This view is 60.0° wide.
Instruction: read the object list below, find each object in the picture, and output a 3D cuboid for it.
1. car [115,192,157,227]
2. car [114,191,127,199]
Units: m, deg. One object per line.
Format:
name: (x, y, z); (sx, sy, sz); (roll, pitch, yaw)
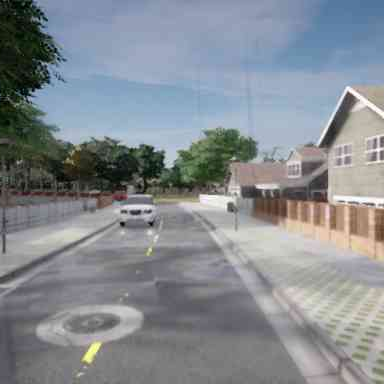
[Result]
car: (-3.621, 1.198, 23.045); (2.150, 2.045, 5.566); (0, 0, -4)
car: (-11.841, 0.927, 62.653); (5.566, 2.045, 2.150); (3, 1, -10)
